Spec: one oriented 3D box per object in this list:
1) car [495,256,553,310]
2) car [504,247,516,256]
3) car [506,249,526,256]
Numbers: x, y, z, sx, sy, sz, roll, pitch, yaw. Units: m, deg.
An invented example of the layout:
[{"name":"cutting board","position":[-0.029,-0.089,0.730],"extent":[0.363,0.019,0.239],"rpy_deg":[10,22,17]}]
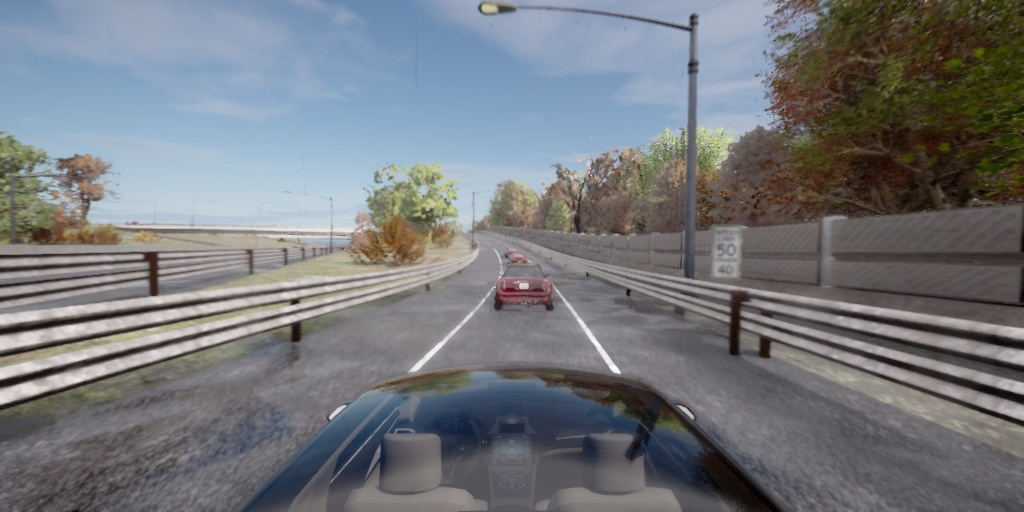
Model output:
[{"name":"car","position":[0.500,1.049,14.594],"extent":[2.097,1.767,4.553],"rpy_deg":[1,1,2]},{"name":"car","position":[-0.042,-0.547,50.777],"extent":[1.812,1.442,4.674],"rpy_deg":[1,5,-4]},{"name":"car","position":[0.587,0.306,38.944],"extent":[1.812,1.442,4.674],"rpy_deg":[1,3,-3]}]
